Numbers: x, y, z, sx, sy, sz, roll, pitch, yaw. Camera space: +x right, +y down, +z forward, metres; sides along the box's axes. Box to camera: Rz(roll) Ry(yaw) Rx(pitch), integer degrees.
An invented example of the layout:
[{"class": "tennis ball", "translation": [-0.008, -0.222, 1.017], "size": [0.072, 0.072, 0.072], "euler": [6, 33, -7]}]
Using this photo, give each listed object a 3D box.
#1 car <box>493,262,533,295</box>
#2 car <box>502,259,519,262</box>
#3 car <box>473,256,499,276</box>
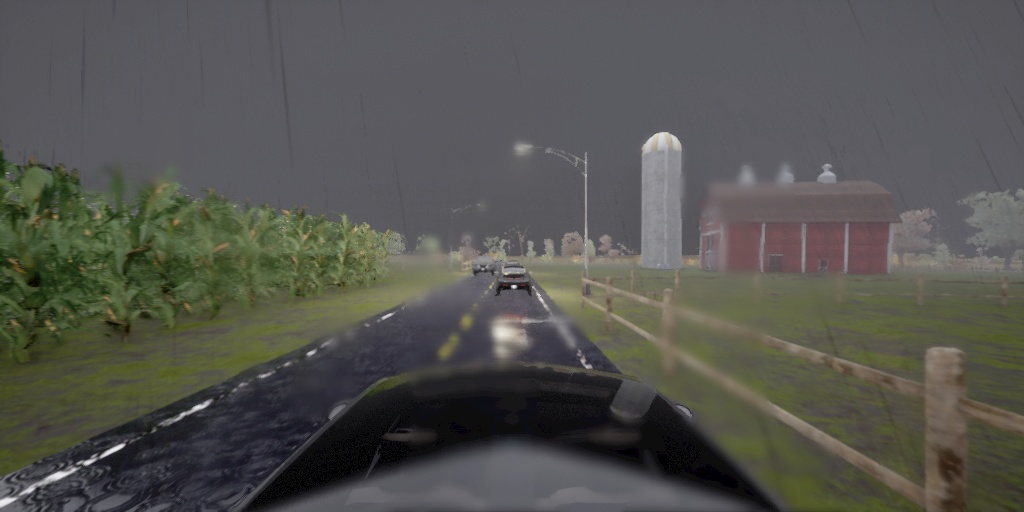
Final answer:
[{"class": "car", "translation": [0.098, 1.249, 19.863], "size": [1.837, 1.490, 4.892], "euler": [0, 0, 0]}, {"class": "car", "translation": [0.092, 1.256, 41.196], "size": [1.837, 1.490, 4.892], "euler": [0, 0, 0]}, {"class": "car", "translation": [-2.850, 0.973, 37.908], "size": [2.150, 2.045, 5.566], "euler": [0, 0, 0]}]
